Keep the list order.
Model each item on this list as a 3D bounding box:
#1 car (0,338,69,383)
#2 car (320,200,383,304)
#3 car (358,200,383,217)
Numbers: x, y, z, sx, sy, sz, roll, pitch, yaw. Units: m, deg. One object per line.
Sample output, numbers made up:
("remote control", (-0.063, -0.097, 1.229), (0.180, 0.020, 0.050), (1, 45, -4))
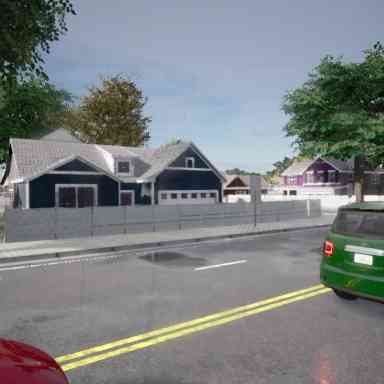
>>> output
("car", (-3.054, 1.476, 1.263), (5.008, 1.535, 1.882), (0, 0, -35))
("car", (5.067, 1.210, 7.098), (5.566, 2.045, 2.150), (0, 0, -35))
("car", (17.397, 1.478, 29.341), (1.812, 1.442, 4.674), (-1, 0, -35))
